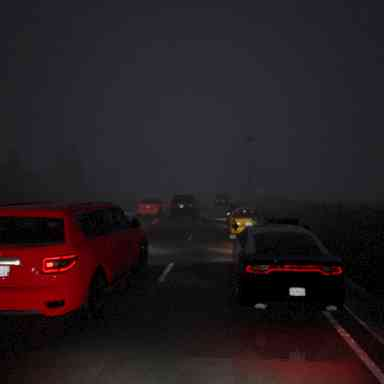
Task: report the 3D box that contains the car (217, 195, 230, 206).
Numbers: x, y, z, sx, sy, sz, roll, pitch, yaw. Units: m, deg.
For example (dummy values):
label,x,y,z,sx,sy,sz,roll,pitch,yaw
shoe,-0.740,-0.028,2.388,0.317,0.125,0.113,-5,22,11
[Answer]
label,x,y,z,sx,sy,sz,roll,pitch,yaw
car,5.524,1.410,58.365,2.097,1.767,4.553,0,0,5

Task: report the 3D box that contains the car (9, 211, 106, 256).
label,x,y,z,sx,sy,sz,roll,pitch,yaw
car,-5.451,1.625,14.248,1.895,1.301,4.718,0,0,5

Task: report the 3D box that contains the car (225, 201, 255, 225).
label,x,y,z,sx,sy,sz,roll,pitch,yaw
car,2.881,1.472,18.055,1.801,1.575,5.366,0,0,5

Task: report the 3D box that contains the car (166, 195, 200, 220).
label,x,y,z,sx,sy,sz,roll,pitch,yaw
car,-0.574,1.254,29.101,2.150,2.045,5.566,0,0,5

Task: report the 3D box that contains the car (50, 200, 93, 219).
label,x,y,z,sx,sy,sz,roll,pitch,yaw
car,-10.969,1.554,30.727,1.837,1.490,4.892,0,0,5

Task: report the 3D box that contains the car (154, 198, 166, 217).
label,x,y,z,sx,sy,sz,roll,pitch,yaw
car,-3.787,1.395,32.426,2.097,1.767,4.553,0,0,6

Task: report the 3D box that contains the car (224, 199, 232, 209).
label,x,y,z,sx,sy,sz,roll,pitch,yaw
car,3.412,1.528,23.841,1.837,1.490,4.892,0,0,5

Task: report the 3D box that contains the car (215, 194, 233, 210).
label,x,y,z,sx,sy,sz,roll,pitch,yaw
car,4.204,1.265,43.971,2.150,2.045,5.566,0,0,6

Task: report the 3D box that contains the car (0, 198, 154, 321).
label,x,y,z,sx,sy,sz,roll,pitch,yaw
car,-2.558,1.234,7.502,2.150,2.045,5.566,0,0,5

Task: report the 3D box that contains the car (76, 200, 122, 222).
label,x,y,z,sx,sy,sz,roll,pitch,yaw
car,-7.693,1.534,28.127,2.128,1.511,4.902,0,0,5

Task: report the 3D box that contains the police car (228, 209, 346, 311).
label,x,y,z,sx,sy,sz,roll,pitch,yaw
police car,1.960,1.432,8.017,1.930,1.638,5.238,0,0,5
